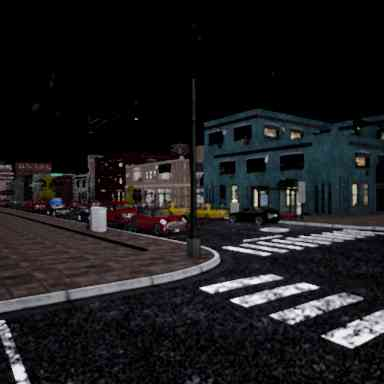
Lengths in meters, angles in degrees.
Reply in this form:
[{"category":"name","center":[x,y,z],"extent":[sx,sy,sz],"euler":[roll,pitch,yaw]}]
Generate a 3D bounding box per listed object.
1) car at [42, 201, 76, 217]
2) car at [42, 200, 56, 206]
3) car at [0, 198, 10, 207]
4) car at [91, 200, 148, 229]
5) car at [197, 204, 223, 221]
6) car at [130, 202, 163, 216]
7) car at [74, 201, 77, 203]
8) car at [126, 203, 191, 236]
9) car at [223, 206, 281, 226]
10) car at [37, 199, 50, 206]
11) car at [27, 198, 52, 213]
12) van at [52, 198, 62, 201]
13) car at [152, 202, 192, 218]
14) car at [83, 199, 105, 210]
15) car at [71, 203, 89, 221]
[{"category":"car","center":[-15.479,2.054,38.504],"extent":[2.008,1.369,4.403],"euler":[-1,0,-37]},{"category":"car","center":[-32.298,2.446,75.256],"extent":[1.887,1.381,4.507],"euler":[-1,0,-37]},{"category":"car","center":[-42.428,2.358,74.832],"extent":[2.192,1.841,5.009],"euler":[-1,0,-37]},{"category":"car","center":[-5.393,1.616,24.872],"extent":[2.192,1.841,5.009],"euler":[-1,0,-37]},{"category":"car","center":[1.238,1.754,29.952],"extent":[1.752,1.417,4.829],"euler":[-1,0,-37]},{"category":"car","center":[-5.389,1.912,38.903],"extent":[2.008,1.369,4.403],"euler":[-1,0,-37]},{"category":"car","center":[-22.207,2.280,61.624],"extent":[1.802,1.307,4.206],"euler":[-1,0,-37]},{"category":"car","center":[-2.026,1.674,20.328],"extent":[1.967,1.590,4.097],"euler":[-1,0,-37]},{"category":"car","center":[4.704,1.726,25.271],"extent":[1.947,1.339,4.313],"euler":[-1,0,-37]},{"category":"car","center":[-35.763,2.496,79.937],"extent":[1.752,1.417,4.829],"euler":[-1,0,-37]},{"category":"car","center":[-22.212,1.953,47.592],"extent":[2.192,1.841,5.009],"euler":[-1,0,-37]},{"category":"van","center":[-28.940,2.175,70.712],"extent":[1.690,1.788,3.998],"euler":[-1,0,-37]},{"category":"car","center":[-2.127,1.822,34.495],"extent":[1.752,1.417,4.829],"euler":[-1,0,-37]},{"category":"car","center":[-15.483,2.004,52.535],"extent":[1.967,1.590,4.097],"euler":[-1,0,-37]},{"category":"car","center":[-8.751,1.919,29.417],"extent":[2.008,1.369,4.403],"euler":[-1,0,-37]}]
